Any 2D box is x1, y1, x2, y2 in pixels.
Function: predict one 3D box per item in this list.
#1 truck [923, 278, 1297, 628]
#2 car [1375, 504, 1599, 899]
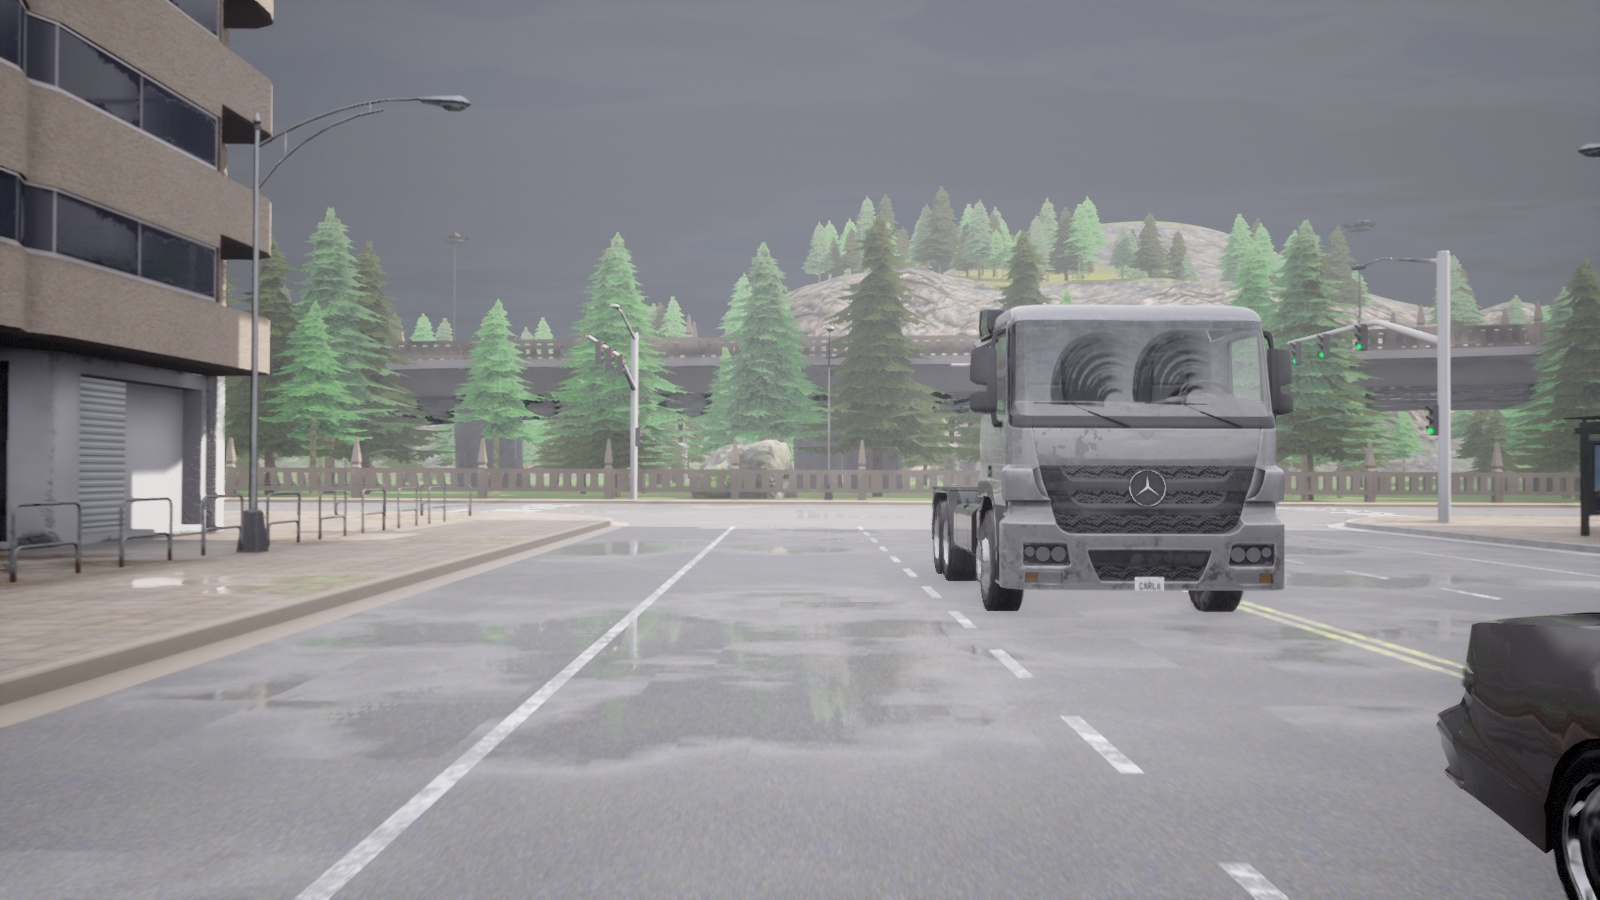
[{"bbox_3d":[3.456,0.087,16.415,2.891,3.462,7.936,0,-1,0],"label":"truck"},{"bbox_3d":[3.504,0.892,2.694,2.033,1.411,5.357,0,-1,-1],"label":"car"}]
